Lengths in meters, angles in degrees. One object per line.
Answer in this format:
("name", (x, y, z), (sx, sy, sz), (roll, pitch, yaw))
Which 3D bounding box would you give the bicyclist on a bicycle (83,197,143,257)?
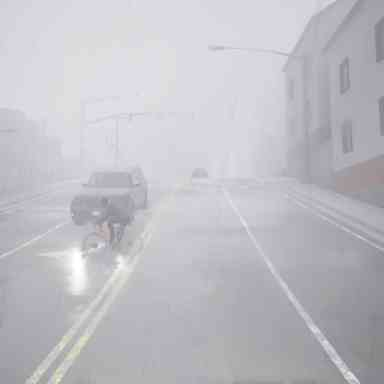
("bicyclist on a bicycle", (-2.143, 0.960, 8.905), (1.656, 1.620, 0.582), (-2, 5, 1))

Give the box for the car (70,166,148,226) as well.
("car", (-3.283, 0.016, 14.318), (2.150, 2.045, 5.566), (0, 8, 2))

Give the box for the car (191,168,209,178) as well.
("car", (0.951, -2.052, 39.198), (1.812, 1.442, 4.674), (0, -5, 1))
